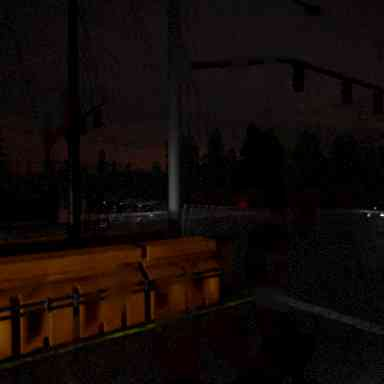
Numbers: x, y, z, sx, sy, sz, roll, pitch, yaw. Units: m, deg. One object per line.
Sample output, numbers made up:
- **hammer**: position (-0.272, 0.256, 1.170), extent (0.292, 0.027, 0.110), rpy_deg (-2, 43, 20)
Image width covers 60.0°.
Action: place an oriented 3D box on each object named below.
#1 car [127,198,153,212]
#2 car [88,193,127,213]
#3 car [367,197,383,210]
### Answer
- **car**: position (-6.121, 1.407, 37.118), extent (1.812, 1.442, 4.674), rpy_deg (-1, 0, -36)
- **car**: position (-9.431, 1.128, 35.723), extent (2.150, 2.045, 5.566), rpy_deg (-1, 0, -36)
- **car**: position (21.108, 1.271, 36.254), extent (5.357, 1.411, 2.033), rpy_deg (-1, 0, -39)
